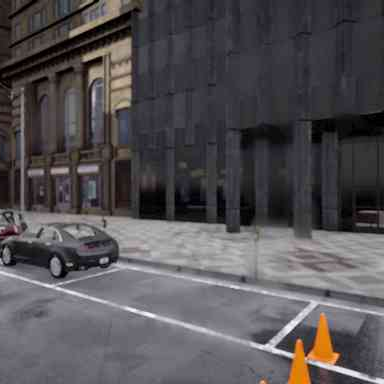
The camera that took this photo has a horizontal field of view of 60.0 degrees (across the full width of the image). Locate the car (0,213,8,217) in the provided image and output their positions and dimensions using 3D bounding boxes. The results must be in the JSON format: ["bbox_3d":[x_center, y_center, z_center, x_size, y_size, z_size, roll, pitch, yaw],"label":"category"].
[{"bbox_3d":[-8.702,1.486,13.346,4.097,1.590,1.967,0,0,36],"label":"car"}]

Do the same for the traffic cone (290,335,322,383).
[{"bbox_3d":[1.205,1.959,3.730,0.340,0.580,0.340,0,0,36],"label":"traffic cone"}]

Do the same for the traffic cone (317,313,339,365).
[{"bbox_3d":[1.788,1.959,4.542,0.340,0.580,0.340,0,0,36],"label":"traffic cone"}]

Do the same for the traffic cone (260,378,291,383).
[{"bbox_3d":[0.622,1.959,2.918,0.340,0.580,0.340,0,0,36],"label":"traffic cone"}]

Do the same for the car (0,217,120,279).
[{"bbox_3d":[-4.089,1.579,10.036,4.403,1.369,2.008,0,0,36],"label":"car"}]
